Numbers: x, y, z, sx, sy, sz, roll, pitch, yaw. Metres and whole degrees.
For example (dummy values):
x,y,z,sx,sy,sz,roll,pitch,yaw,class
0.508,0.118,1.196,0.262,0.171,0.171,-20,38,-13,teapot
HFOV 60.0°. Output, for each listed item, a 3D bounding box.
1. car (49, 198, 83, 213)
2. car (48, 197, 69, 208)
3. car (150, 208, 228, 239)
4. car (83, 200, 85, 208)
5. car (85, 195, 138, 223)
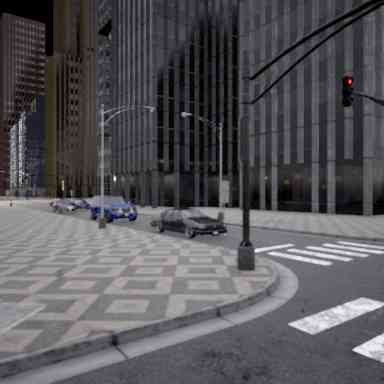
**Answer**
x,y,z,sx,sy,sz,roll,pitch,yaw,class
-14.697,1.625,38.327,2.128,1.511,4.902,0,0,-35,car
-21.199,1.652,52.698,1.882,1.535,5.008,0,0,-36,car
-0.394,1.608,18.296,2.033,1.411,5.357,0,0,-36,car
-15.185,1.673,44.380,1.812,1.442,4.674,0,0,-35,car
-6.398,1.311,26.693,2.150,2.045,5.566,0,0,-36,car
